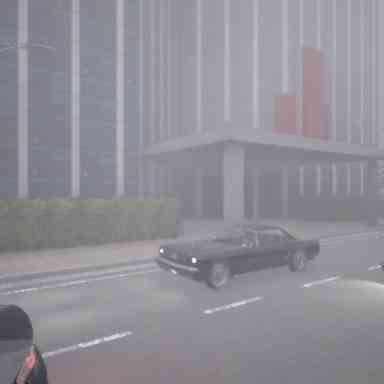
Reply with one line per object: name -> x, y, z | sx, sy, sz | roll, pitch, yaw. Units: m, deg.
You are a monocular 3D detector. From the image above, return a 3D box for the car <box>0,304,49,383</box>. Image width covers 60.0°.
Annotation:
car -> -3.346, 1.493, 1.604 | 4.902, 1.511, 2.128 | 0, 0, -35

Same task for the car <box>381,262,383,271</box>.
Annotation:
car -> 7.429, 1.546, 9.269 | 5.357, 1.411, 2.033 | 0, 0, -35

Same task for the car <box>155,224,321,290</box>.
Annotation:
car -> 1.391, 1.600, 9.216 | 4.718, 1.301, 1.895 | 0, 0, -35
